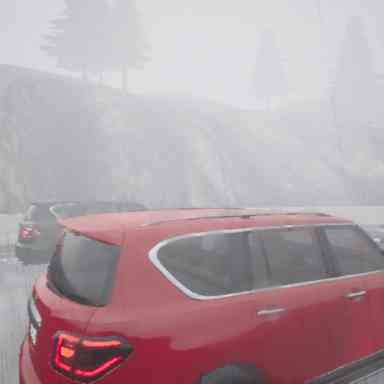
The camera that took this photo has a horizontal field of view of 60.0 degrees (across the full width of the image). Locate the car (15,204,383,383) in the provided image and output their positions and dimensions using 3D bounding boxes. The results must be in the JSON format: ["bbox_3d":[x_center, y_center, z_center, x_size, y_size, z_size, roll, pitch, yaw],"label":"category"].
[{"bbox_3d":[0.995,1.221,4.117,5.566,2.045,2.150,0,0,-31],"label":"car"}]

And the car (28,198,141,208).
[{"bbox_3d":[-2.396,1.220,10.435,5.566,2.045,2.150,0,0,-30],"label":"car"}]
